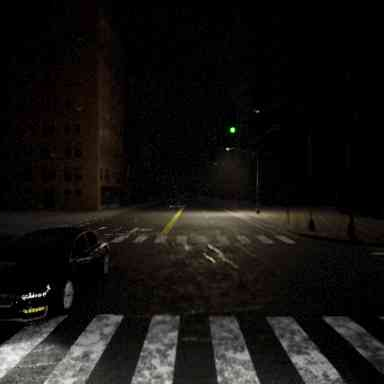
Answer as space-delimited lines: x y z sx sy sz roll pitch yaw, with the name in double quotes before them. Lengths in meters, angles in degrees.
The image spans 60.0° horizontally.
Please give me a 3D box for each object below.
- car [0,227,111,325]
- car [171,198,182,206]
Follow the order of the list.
"car" -3.227 1.641 7.727 1.837 1.490 4.892 1 0 0
"car" -3.255 1.976 68.613 2.097 1.767 4.553 0 -1 0
